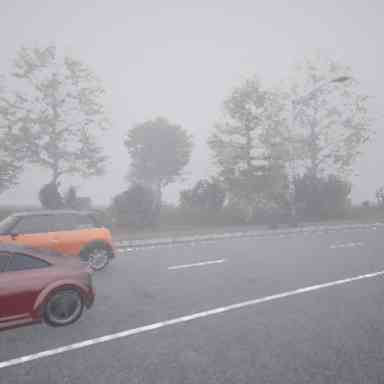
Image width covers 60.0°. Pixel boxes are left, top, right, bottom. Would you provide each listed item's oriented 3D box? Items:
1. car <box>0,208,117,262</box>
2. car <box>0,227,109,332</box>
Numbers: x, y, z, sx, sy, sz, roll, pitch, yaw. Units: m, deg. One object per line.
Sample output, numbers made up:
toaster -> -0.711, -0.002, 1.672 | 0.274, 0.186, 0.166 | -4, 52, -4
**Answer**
car -> -4.514, 1.321, 9.169 | 4.553, 1.767, 2.097 | 0, 0, -34
car -> -3.772, 1.543, 5.441 | 4.181, 1.385, 1.994 | 0, 0, -34
